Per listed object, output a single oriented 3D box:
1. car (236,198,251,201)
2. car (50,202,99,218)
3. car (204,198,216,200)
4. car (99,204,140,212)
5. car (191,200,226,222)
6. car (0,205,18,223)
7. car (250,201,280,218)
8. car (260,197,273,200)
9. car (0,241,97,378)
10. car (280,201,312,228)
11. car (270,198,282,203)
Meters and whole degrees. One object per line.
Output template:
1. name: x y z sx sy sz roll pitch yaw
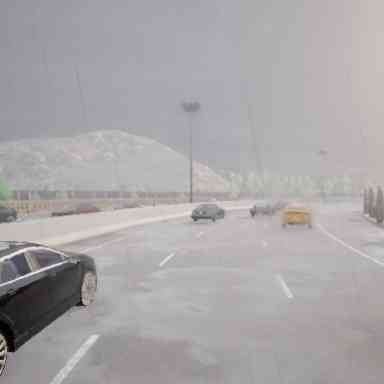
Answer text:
1. car: 9.901 1.899 64.863 1.812 1.442 4.674 0 0 39
2. car: -9.698 1.634 27.938 1.882 1.535 5.008 0 0 17
3. car: 3.242 1.903 62.071 2.033 1.411 5.357 0 0 35
4. car: -5.760 1.727 28.856 1.994 1.385 4.181 0 0 18
5. car: 1.499 1.709 28.131 2.033 1.411 5.357 0 0 19
6. car: -14.527 1.633 23.323 1.837 1.490 4.892 0 0 14
7. car: 7.185 1.794 33.193 1.895 1.301 4.718 0 0 23
8. car: 14.383 1.726 64.716 2.097 1.767 4.553 0 0 41
9. car: -3.057 1.520 5.197 2.128 1.511 4.902 0 0 4
10. car: 7.443 1.616 23.646 1.882 1.535 5.008 0 -1 17
11. car: 11.733 1.811 42.504 1.994 1.385 4.181 0 0 29
